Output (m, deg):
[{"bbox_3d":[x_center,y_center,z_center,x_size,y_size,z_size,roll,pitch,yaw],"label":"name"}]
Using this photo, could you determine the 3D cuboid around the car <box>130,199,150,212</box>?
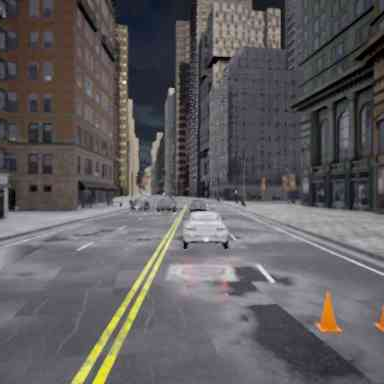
[{"bbox_3d":[-6.037,1.531,39.021,2.128,1.511,4.902,0,0,0],"label":"car"}]

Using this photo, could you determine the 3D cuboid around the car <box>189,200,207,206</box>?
[{"bbox_3d":[0.639,1.608,36.576,2.033,1.411,5.357,0,0,0],"label":"car"}]

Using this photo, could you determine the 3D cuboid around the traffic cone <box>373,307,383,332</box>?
[{"bbox_3d":[3.274,1.976,5.547,0.340,0.580,0.340,0,0,0],"label":"traffic cone"}]

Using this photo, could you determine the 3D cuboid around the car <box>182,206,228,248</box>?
[{"bbox_3d":[0.547,1.551,14.792,1.812,1.442,4.674,0,0,0],"label":"car"}]

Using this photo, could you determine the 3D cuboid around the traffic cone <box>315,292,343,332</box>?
[{"bbox_3d":[2.274,1.973,5.552,0.340,0.580,0.340,0,0,0],"label":"traffic cone"}]

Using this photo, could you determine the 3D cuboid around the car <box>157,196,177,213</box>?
[{"bbox_3d":[-2.790,1.403,37.912,2.097,1.767,4.553,0,0,0],"label":"car"}]
